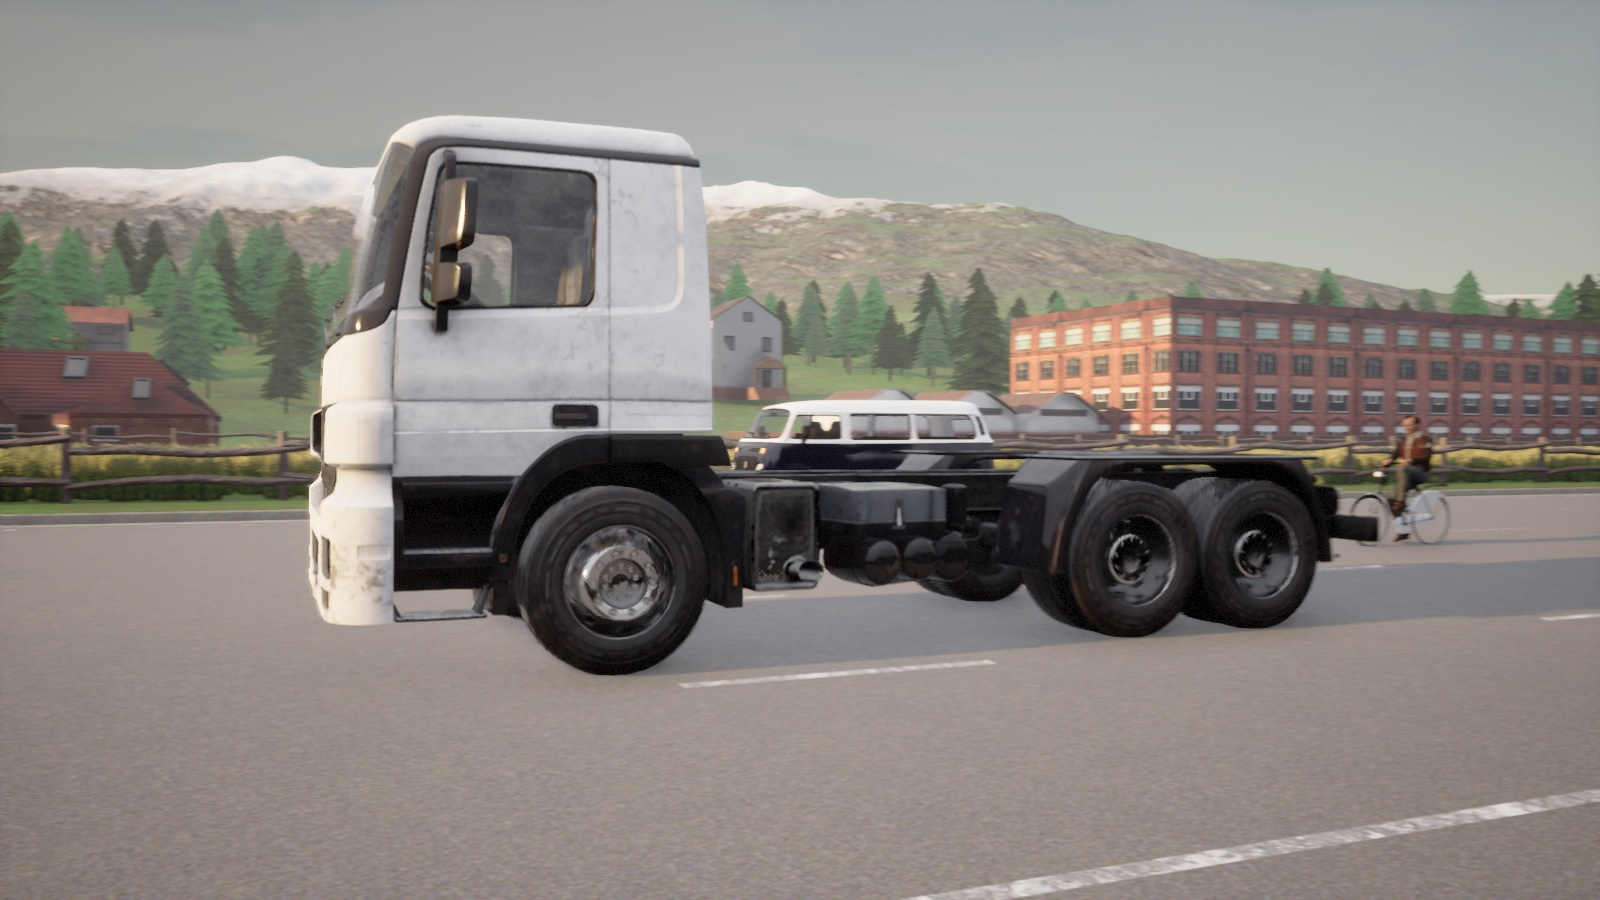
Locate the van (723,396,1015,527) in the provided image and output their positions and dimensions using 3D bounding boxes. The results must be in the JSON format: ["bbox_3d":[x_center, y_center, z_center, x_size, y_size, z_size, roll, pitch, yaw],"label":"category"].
[{"bbox_3d":[1.158,0.135,21.336,4.480,2.038,2.069,-1,1,-23],"label":"van"}]

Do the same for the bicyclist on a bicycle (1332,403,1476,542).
[{"bbox_3d":[8.016,0.270,16.658,1.843,1.776,0.659,-1,1,-23],"label":"bicyclist on a bicycle"}]

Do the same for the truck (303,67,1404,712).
[{"bbox_3d":[0.527,-0.396,9.638,7.936,3.462,2.891,-1,1,-23],"label":"truck"}]
